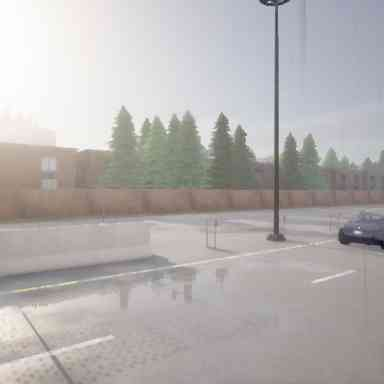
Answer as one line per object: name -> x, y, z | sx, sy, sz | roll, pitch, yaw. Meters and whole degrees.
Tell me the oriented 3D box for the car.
car -> 8.134, 1.569, 14.355 | 4.181, 1.385, 1.994 | 0, 0, -38
